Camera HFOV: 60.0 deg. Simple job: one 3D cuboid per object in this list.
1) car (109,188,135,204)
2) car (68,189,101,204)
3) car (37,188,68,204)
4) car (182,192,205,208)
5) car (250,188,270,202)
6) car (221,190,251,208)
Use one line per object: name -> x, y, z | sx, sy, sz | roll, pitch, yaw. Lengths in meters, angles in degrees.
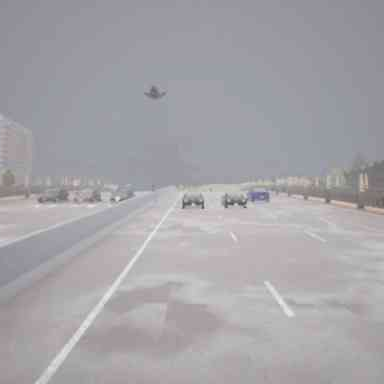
car -> -7.073, 0.361, 33.994 | 2.128, 1.511, 4.902 | 0, 2, 0
car -> -10.573, 0.399, 33.905 | 1.812, 1.442, 4.674 | 0, 2, 0
car -> -14.072, 0.372, 34.048 | 1.837, 1.490, 4.892 | 0, 2, 0
car -> 0.107, 0.654, 29.291 | 1.895, 1.301, 4.718 | 0, 2, 0
car -> 7.119, 0.263, 36.238 | 1.882, 1.535, 5.008 | 0, 2, 0
car -> 3.607, 0.653, 29.327 | 1.895, 1.301, 4.718 | 0, 2, 0
